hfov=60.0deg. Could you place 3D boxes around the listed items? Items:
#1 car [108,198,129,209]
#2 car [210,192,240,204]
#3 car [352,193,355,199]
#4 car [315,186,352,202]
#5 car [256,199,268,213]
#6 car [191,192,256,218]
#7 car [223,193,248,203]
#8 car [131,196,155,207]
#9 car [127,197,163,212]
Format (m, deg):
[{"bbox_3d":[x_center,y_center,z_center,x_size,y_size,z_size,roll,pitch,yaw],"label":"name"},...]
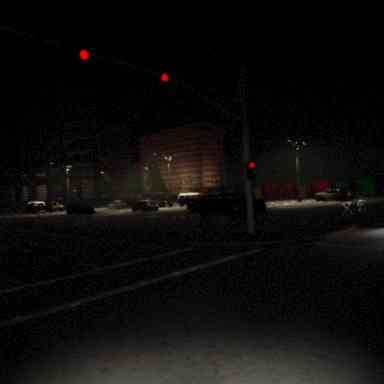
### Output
[{"bbox_3d":[-12.991,2.240,57.993,3.806,1.475,1.970,-3,0,44],"label":"car"},{"bbox_3d":[5.501,0.977,55.598,4.605,1.855,1.932,-3,0,44],"label":"car"},{"bbox_3d":[20.142,0.393,45.539,3.806,1.475,1.970,-3,0,44],"label":"car"},{"bbox_3d":[18.116,0.260,43.461,3.866,1.878,1.905,-3,0,44],"label":"car"},{"bbox_3d":[4.550,0.972,29.299,3.866,1.878,1.905,-3,0,44],"label":"car"},{"bbox_3d":[2.506,1.077,27.252,4.605,1.855,1.932,-3,0,44],"label":"car"},{"bbox_3d":[7.565,1.079,57.640,3.905,1.438,1.784,-3,0,44],"label":"car"},{"bbox_3d":[-9.176,1.797,62.046,4.605,1.855,1.932,-3,0,44],"label":"car"},{"bbox_3d":[-6.125,1.830,43.363,3.806,1.475,1.970,-3,0,44],"label":"car"}]
